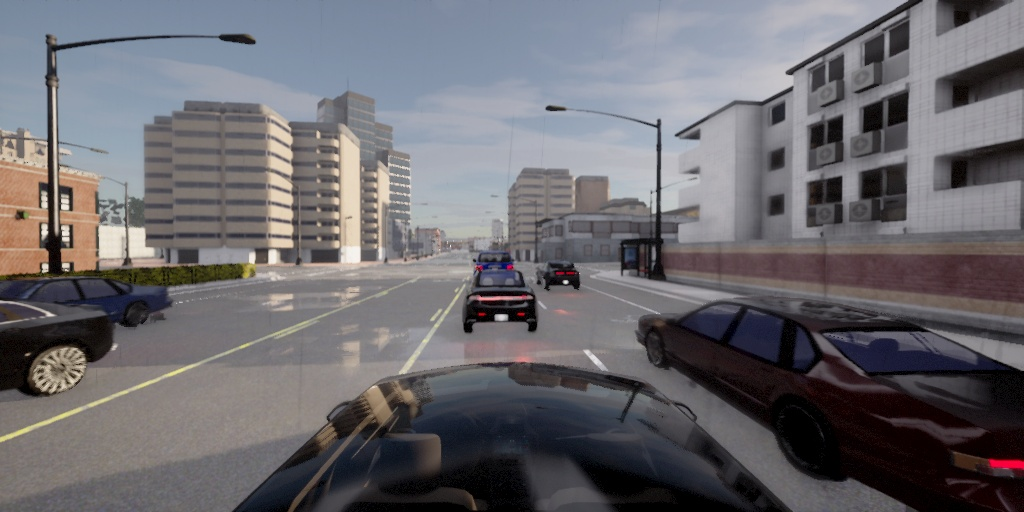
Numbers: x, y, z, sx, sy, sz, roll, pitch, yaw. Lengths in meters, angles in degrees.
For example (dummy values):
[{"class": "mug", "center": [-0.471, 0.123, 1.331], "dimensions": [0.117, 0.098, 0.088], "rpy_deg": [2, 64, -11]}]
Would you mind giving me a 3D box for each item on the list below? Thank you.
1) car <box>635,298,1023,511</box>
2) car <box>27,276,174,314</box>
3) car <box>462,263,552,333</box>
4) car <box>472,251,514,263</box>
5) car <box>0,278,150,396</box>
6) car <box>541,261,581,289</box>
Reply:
[{"class": "car", "center": [3.444, 1.261, 4.616], "dimensions": [2.033, 1.411, 5.357], "rpy_deg": [0, 1, -3]}, {"class": "car", "center": [-10.938, 1.199, 8.309], "dimensions": [2.033, 1.411, 5.357], "rpy_deg": [0, 1, -3]}, {"class": "car", "center": [-0.376, 1.124, 10.368], "dimensions": [2.128, 1.511, 4.902], "rpy_deg": [0, 1, -3]}, {"class": "car", "center": [-1.013, 0.723, 20.013], "dimensions": [2.150, 2.045, 5.566], "rpy_deg": [0, 1, -4]}, {"class": "car", "center": [-7.195, 1.210, 3.620], "dimensions": [2.128, 1.511, 4.902], "rpy_deg": [0, 1, -2]}, {"class": "car", "center": [2.487, 1.007, 20.162], "dimensions": [1.837, 1.490, 4.892], "rpy_deg": [0, 1, -4]}]
